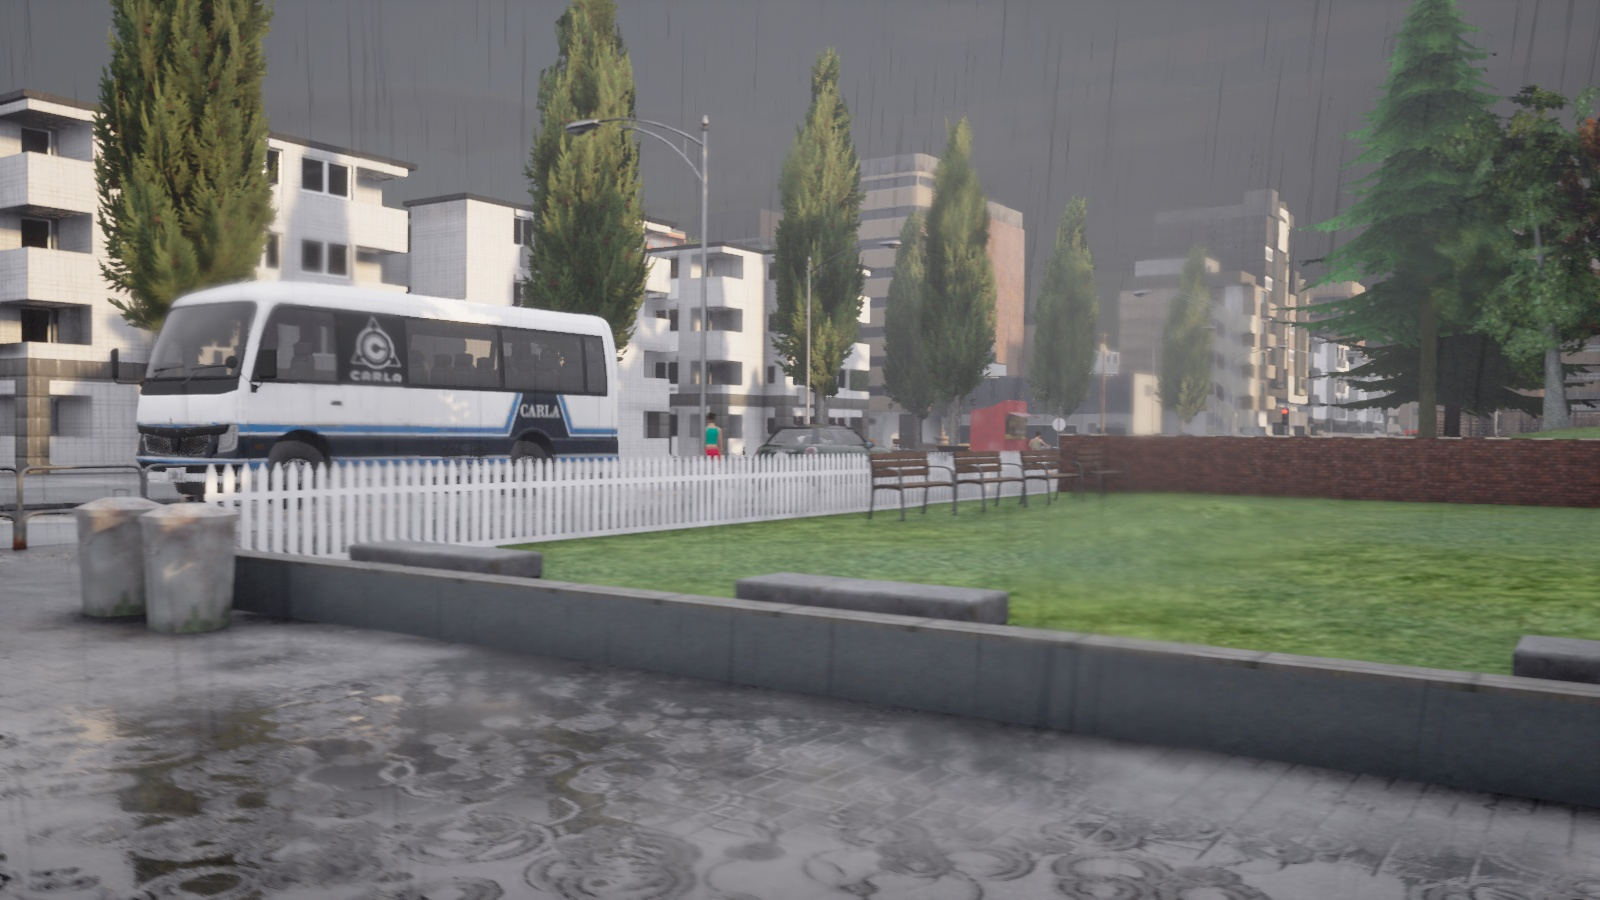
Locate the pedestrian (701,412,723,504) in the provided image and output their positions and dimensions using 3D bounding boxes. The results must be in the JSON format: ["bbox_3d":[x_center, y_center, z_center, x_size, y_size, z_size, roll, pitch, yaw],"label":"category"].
[{"bbox_3d":[-1.793,0.159,25.616,0.345,1.836,0.594,-1,1,-13],"label":"pedestrian"}]

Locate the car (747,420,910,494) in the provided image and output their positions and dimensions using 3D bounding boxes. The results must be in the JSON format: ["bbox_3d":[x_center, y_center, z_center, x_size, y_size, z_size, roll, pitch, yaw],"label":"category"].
[{"bbox_3d":[0.826,0.138,32.540,2.097,1.767,4.553,0,1,34],"label":"car"}]

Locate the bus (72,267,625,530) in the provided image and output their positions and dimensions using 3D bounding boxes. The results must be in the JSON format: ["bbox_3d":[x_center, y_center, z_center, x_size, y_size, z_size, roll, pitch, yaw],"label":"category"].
[{"bbox_3d":[-8.540,-0.919,25.708,3.944,4.253,10.273,0,1,34],"label":"bus"}]
